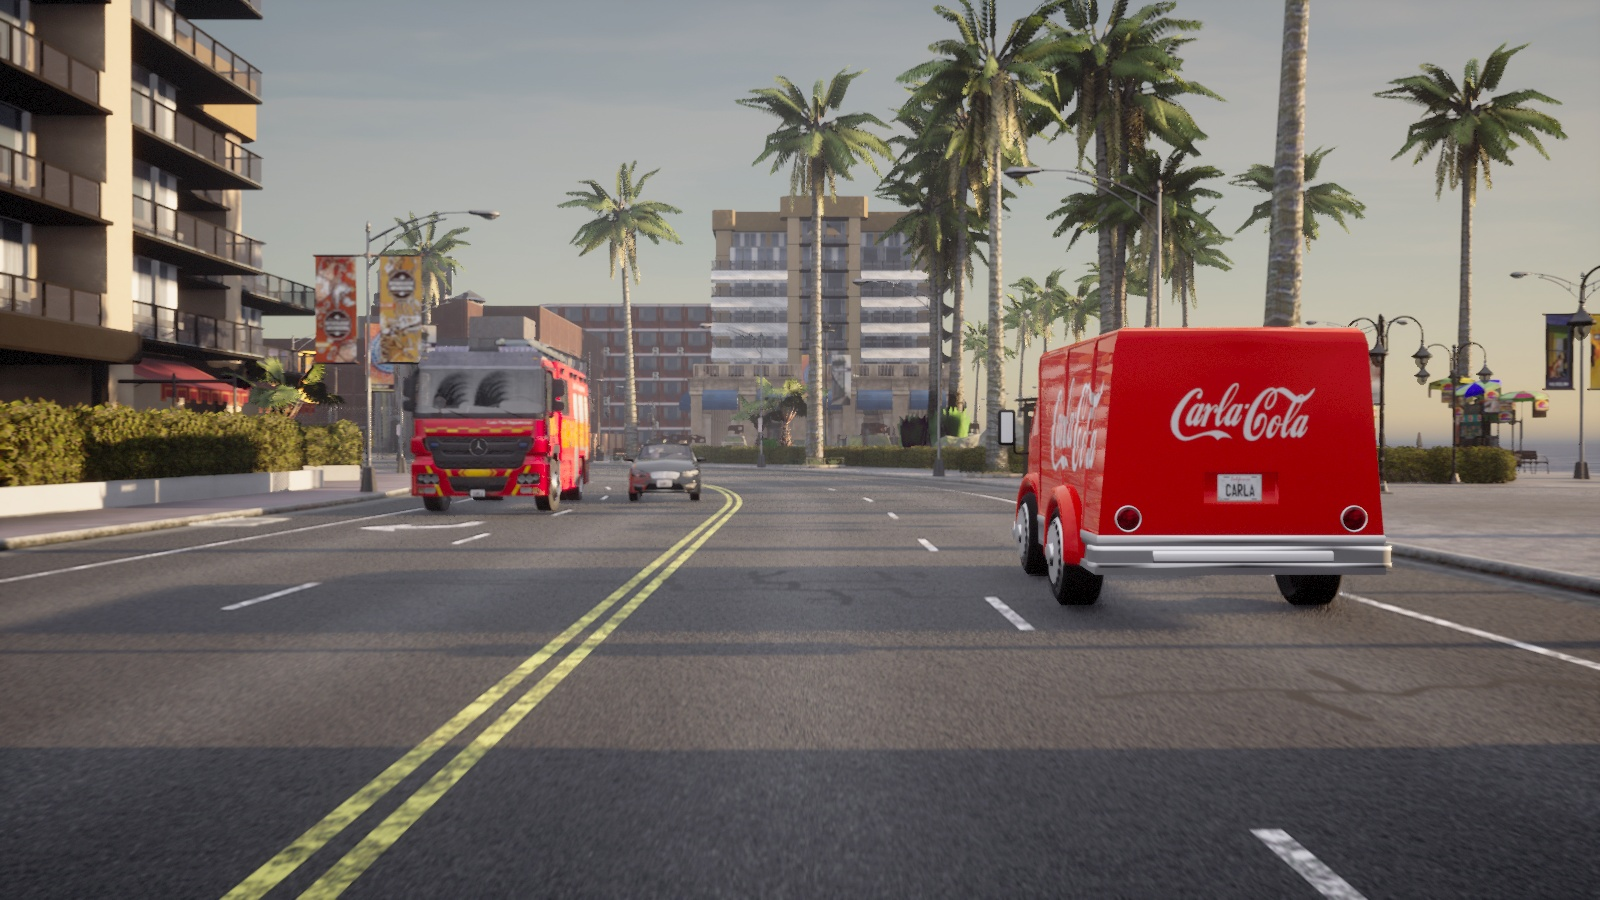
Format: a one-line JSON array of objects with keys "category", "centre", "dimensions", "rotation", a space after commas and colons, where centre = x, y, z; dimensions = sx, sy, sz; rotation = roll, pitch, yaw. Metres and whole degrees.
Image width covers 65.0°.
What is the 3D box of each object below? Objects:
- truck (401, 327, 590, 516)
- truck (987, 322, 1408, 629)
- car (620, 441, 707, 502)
[{"category": "truck", "centre": [-6.885, -0.590, 29.731], "dimensions": [2.891, 3.827, 8.468], "rotation": [0, 0, -3]}, {"category": "truck", "centre": [3.584, 0.191, 12.702], "dimensions": [2.627, 2.467, 5.204], "rotation": [0, 0, 0]}, {"category": "car", "centre": [-3.568, 0.513, 33.316], "dimensions": [2.128, 1.511, 4.902], "rotation": [0, 0, -5]}]
